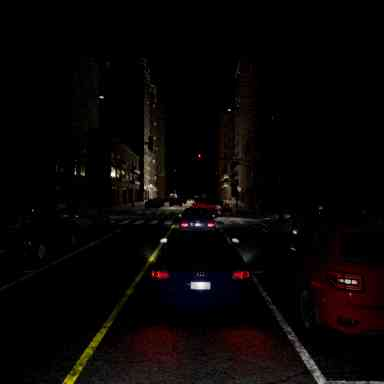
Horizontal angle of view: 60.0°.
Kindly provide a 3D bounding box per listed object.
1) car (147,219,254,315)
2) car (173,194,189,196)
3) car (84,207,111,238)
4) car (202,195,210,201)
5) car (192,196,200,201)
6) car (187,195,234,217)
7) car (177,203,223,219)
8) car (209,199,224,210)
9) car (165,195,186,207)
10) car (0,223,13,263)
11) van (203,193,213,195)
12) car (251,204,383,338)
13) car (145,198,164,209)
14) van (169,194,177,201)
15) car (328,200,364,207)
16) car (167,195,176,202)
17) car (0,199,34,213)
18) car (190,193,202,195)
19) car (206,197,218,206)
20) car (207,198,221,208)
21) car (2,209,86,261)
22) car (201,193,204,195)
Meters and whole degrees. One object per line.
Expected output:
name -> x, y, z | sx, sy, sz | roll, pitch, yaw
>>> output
car -> 0.176, 1.566, 7.678 | 1.994, 1.385, 4.181 | 0, 0, 1
car -> -2.196, 1.496, 65.748 | 1.882, 1.535, 5.008 | 0, 0, 1
car -> -5.632, 1.529, 17.748 | 1.752, 1.417, 4.829 | 1, 0, 1
car -> 3.820, 1.599, 90.201 | 1.947, 1.339, 4.313 | 1, 0, 1
car -> 1.078, 1.625, 84.893 | 1.895, 1.301, 4.718 | 0, 0, 1
car -> 1.867, 1.392, 31.448 | 2.097, 1.767, 4.553 | 2, -1, -36
car -> 0.270, 1.551, 17.741 | 2.033, 1.411, 5.357 | 0, 0, 0
car -> 3.240, 1.593, 44.818 | 1.802, 1.307, 4.206 | 1, 0, 1
car -> -2.463, 1.560, 50.370 | 2.033, 1.411, 5.357 | 0, 0, 1
car -> -5.776, 1.526, 6.500 | 1.752, 1.417, 4.829 | 1, 0, 1
van -> 3.460, 1.358, 61.837 | 1.690, 1.788, 3.998 | 1, 0, 1
car -> 2.754, 1.316, 6.552 | 2.192, 1.841, 5.009 | 1, 0, 1
car -> -5.284, 1.555, 44.936 | 1.887, 1.381, 4.507 | 1, 0, 1
van -> -4.775, 1.371, 84.643 | 1.690, 1.788, 3.998 | 1, 0, 1
car -> 13.991, 1.503, 31.884 | 4.553, 1.767, 2.097 | 0, -1, 1
car -> -4.848, 1.466, 78.970 | 1.967, 1.590, 4.097 | 1, 0, 1
car -> -16.422, 1.341, 29.240 | 4.902, 1.511, 2.128 | 1, -1, 1
car -> 0.953, 1.564, 74.194 | 2.033, 1.411, 5.357 | 0, 0, 1
car -> 3.385, 1.596, 56.164 | 1.802, 1.307, 4.206 | 1, 0, 1
car -> 3.313, 1.594, 50.491 | 1.802, 1.307, 4.206 | 1, 0, 1
car -> -5.702, 1.547, 12.294 | 1.887, 1.381, 4.507 | 1, 0, 1
car -> 3.533, 1.335, 67.510 | 2.192, 1.841, 5.009 | 1, 0, 1
